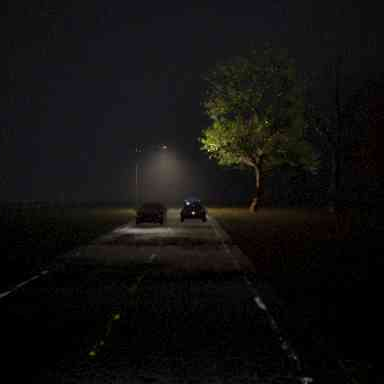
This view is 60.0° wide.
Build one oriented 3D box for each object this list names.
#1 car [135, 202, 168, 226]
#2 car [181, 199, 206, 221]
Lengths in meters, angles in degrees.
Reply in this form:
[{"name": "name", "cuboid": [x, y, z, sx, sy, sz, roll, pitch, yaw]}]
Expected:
[{"name": "car", "cuboid": [-2.830, 1.481, 23.898, 1.882, 1.535, 5.008, 0, 0, 0]}, {"name": "car", "cuboid": [0.102, 1.566, 27.148, 1.994, 1.385, 4.181, 0, 0, 0]}]
